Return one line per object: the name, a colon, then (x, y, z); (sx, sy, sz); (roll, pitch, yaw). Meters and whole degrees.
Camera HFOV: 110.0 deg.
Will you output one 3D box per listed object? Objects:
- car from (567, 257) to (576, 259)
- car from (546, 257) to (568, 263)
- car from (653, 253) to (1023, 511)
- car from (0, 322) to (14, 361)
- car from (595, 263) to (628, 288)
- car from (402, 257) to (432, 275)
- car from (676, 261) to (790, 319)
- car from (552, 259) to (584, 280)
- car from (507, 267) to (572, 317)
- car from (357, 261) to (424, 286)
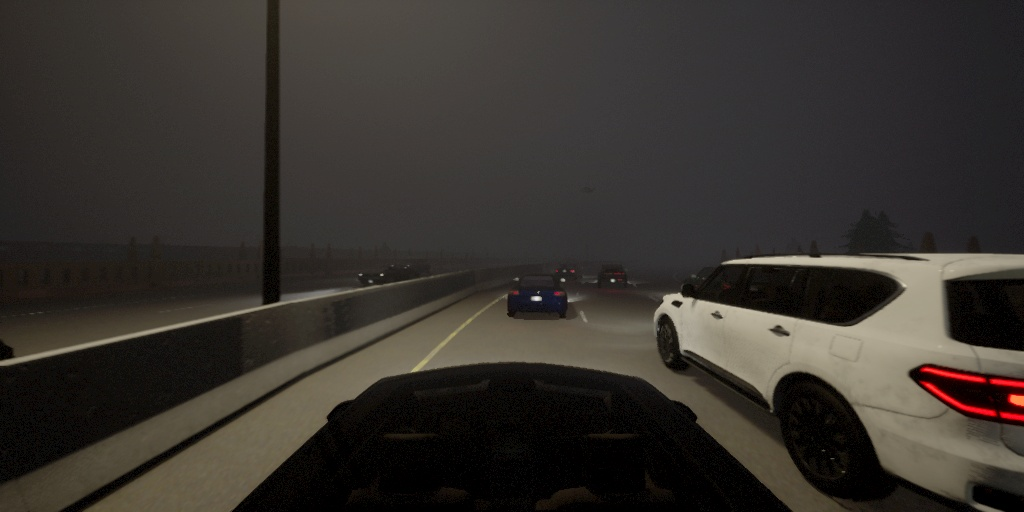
car: (9.952, 1.026, 63.237); (2.097, 1.767, 4.553); (1, 0, 35)
car: (5.948, 1.187, 50.493); (1.994, 1.385, 4.181); (1, 0, 29)
car: (3.727, 0.991, 4.577); (2.150, 2.045, 5.566); (0, 0, 2)
car: (-6.977, 1.185, 2.208); (2.128, 1.511, 4.902); (0, 0, 1)
car: (6.639, 1.228, 23.847); (1.837, 1.490, 4.892); (0, 0, 14)
car: (-9.178, 0.919, 32.725); (2.097, 1.767, 4.553); (1, 0, 17)
car: (8.157, 1.123, 13.843); (2.097, 1.767, 4.553); (1, 0, 8)
car: (4.898, 1.233, 30.484); (2.033, 1.411, 5.357); (1, 0, 18)
car: (0.987, 1.281, 13.062); (1.994, 1.385, 4.181); (0, 0, 7)
car: (-7.994, 1.210, 23.658); (1.895, 1.301, 4.718); (0, 0, 13)
